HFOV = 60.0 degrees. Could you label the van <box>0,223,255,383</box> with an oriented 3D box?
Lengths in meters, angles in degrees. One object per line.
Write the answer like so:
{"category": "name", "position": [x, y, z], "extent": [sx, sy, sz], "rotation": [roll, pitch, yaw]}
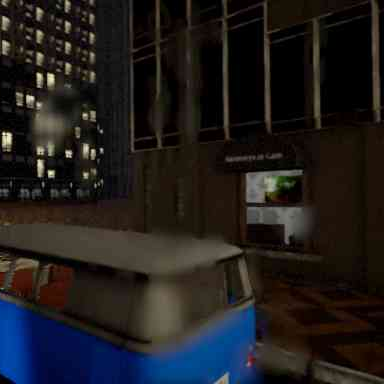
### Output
{"category": "van", "position": [-1.274, 1.329, 3.804], "extent": [3.998, 1.788, 1.690], "rotation": [0, -1, 36]}
